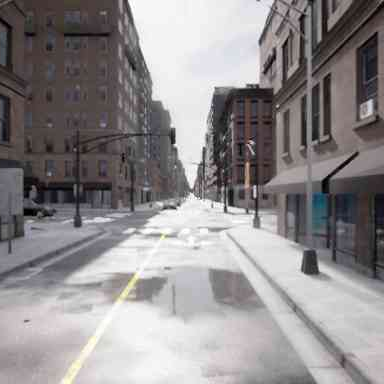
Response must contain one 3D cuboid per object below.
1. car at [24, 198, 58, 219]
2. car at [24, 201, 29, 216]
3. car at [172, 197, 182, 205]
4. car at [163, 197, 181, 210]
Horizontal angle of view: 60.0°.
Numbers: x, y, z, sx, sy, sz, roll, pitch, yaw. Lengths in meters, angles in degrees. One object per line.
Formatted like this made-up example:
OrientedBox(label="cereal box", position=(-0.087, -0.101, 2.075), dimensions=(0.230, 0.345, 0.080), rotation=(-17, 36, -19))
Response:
OrientedBox(label="car", position=(-14.027, 1.330, 28.646), dimensions=(4.553, 1.767, 2.097), rotation=(1, 0, -1))
OrientedBox(label="car", position=(-15.433, 1.537, 25.368), dimensions=(4.718, 1.301, 1.895), rotation=(1, 0, 0))
OrientedBox(label="car", position=(-3.067, 1.906, 69.023), dimensions=(1.837, 1.490, 4.892), rotation=(0, 0, 0))
OrientedBox(label="car", position=(-3.173, 1.835, 48.616), dimensions=(2.033, 1.411, 5.357), rotation=(0, 0, 0))
